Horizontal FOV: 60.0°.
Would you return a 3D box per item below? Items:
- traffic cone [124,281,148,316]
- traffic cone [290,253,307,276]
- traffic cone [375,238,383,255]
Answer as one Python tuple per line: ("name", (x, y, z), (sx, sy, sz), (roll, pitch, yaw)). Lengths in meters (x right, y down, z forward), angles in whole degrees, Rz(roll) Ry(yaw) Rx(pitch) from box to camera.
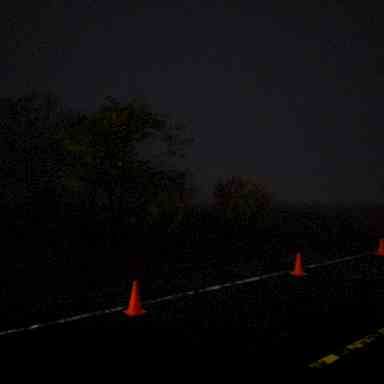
("traffic cone", (-1.062, 1.965, 6.256), (0.340, 0.580, 0.340), (0, 0, -36))
("traffic cone", (2.954, 1.973, 9.194), (0.340, 0.580, 0.340), (0, 0, -36))
("traffic cone", (6.947, 1.981, 12.163), (0.340, 0.580, 0.340), (0, 0, -37))
